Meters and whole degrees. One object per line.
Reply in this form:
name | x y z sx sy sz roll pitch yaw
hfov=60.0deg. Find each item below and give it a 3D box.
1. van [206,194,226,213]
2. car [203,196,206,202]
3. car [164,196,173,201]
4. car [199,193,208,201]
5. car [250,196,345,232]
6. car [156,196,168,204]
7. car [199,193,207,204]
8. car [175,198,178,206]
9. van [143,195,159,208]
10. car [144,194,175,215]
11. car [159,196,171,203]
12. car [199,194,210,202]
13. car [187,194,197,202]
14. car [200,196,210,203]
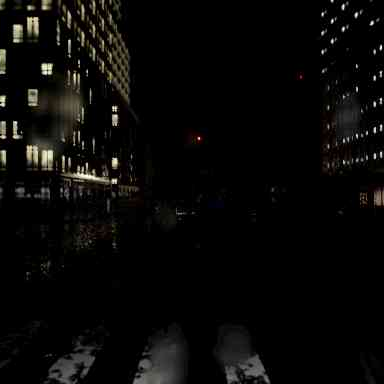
van | 2.715 1.329 35.879 1.690 1.788 3.998 0 0 0
car | 2.650 1.531 41.417 1.887 1.381 4.507 0 0 0
car | -5.574 1.552 80.227 1.802 1.307 4.206 0 0 0
car | 2.833 1.282 85.728 2.192 1.841 5.009 0 0 0
car | 6.389 1.284 20.488 5.566 2.045 2.150 1 0 8
car | -5.651 1.544 63.609 1.947 1.339 4.313 0 0 0
car | 2.730 1.293 63.571 2.192 1.841 5.009 0 0 0
car | -3.155 1.512 43.348 1.812 1.442 4.674 0 0 0
van | -5.727 1.326 46.992 1.690 1.788 3.998 0 0 0
car | -3.200 1.211 33.569 2.150 2.045 5.566 0 0 0
car | -5.626 1.527 69.148 2.008 1.369 4.403 0 0 0
car | 2.781 1.288 74.650 2.192 1.841 5.009 0 0 0
car | 0.079 1.329 72.800 2.097 1.767 4.553 0 0 0
car | 2.755 1.520 69.110 1.887 1.381 4.507 0 0 0
